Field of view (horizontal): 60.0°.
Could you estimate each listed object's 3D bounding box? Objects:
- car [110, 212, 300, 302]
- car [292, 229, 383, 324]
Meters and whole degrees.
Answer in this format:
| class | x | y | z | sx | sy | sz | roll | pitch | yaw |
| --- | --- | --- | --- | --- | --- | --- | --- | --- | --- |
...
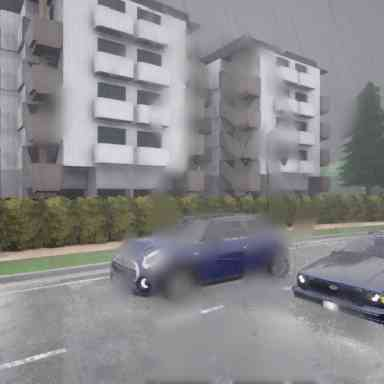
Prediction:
| class | x | y | z | sx | sy | sz | roll | pitch | yaw |
| --- | --- | --- | --- | --- | --- | --- | --- | --- | --- |
| car | 0.314 | 1.352 | 8.374 | 4.553 | 1.767 | 2.097 | 0 | 0 | -34 |
| car | 4.547 | 1.547 | 7.169 | 5.357 | 1.411 | 2.033 | 0 | 0 | -35 |
